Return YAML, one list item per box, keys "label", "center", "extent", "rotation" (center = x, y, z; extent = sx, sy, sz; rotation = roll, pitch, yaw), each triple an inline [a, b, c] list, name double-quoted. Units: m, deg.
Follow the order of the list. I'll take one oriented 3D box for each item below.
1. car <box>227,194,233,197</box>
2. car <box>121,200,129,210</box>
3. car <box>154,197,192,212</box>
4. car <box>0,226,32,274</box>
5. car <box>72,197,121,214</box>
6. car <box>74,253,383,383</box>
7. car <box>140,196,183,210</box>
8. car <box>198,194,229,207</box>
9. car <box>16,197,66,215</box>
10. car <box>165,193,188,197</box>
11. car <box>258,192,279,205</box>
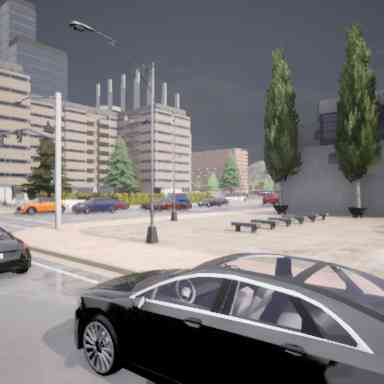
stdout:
- label: "car"
  center: [4.481, 1.523, 56.963]
  extent: [1.812, 1.442, 4.674]
  rotation: [0, 0, 41]
- label: "car"
  center: [-9.749, 1.561, 40.588]
  extent: [1.994, 1.385, 4.181]
  rotation: [0, 0, 41]
- label: "car"
  center: [-2.105, 1.598, 38.413]
  extent: [1.895, 1.301, 4.718]
  rotation: [0, 0, 41]
- label: "car"
  center: [-6.333, 1.563, 9.484]
  extent: [4.181, 1.385, 1.994]
  rotation: [0, 0, 40]
- label: "car"
  center: [-10.186, 1.350, 34.744]
  extent: [2.097, 1.767, 4.553]
  rotation: [0, 0, 41]
- label: "car"
  center: [0.574, 1.491, 3.866]
  extent: [4.902, 1.511, 2.128]
  rotation: [0, 0, 37]
- label: "car"
  center: [-3.982, 1.545, 41.906]
  extent: [2.033, 1.411, 5.357]
  rotation: [0, 0, 41]
- label: "car"
  center: [2.830, 1.489, 49.752]
  extent: [2.128, 1.511, 4.902]
  rotation: [0, 0, 41]
- label: "car"
  center: [-15.447, 1.350, 34.113]
  extent: [2.097, 1.767, 4.553]
  rotation: [0, 0, 42]
- label: "car"
  center: [-2.779, 1.219, 48.636]
  extent: [2.150, 2.045, 5.566]
  rotation: [0, 0, 41]
- label: "car"
  center: [14.225, 1.218, 57.277]
  extent: [2.150, 2.045, 5.566]
  rotation: [0, 0, 41]
